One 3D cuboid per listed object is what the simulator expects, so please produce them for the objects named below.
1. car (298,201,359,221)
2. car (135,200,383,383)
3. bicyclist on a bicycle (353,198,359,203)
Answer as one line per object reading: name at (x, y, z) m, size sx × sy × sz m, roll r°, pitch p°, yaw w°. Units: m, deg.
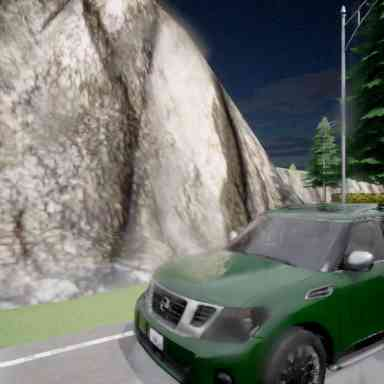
car at (11.314, 1.526, 27.989) m, size 1.812 × 1.442 × 4.674 m, roll 0°, pitch 0°, yaw -28°
car at (1.971, 1.221, 5.021) m, size 5.566 × 2.045 × 2.150 m, roll 0°, pitch 0°, yaw -32°
bicyclist on a bicycle at (16.488, 1.453, 33.370) m, size 1.656 × 1.620 × 0.582 m, roll 0°, pitch 0°, yaw -28°
